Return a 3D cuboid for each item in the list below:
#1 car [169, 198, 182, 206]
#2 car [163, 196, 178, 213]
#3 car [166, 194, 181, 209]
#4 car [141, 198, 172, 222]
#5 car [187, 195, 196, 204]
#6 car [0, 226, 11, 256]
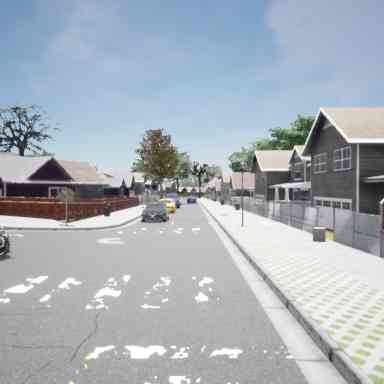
[{"bbox_3d":[-2.837,1.682,58.052,1.895,1.301,4.718,0,0,0],"label":"car"},{"bbox_3d":[-2.871,1.507,37.057,1.882,1.535,5.008,0,0,0],"label":"car"},{"bbox_3d":[-2.867,1.275,47.642,2.150,2.045,5.566,0,0,0],"label":"car"},{"bbox_3d":[-2.862,1.516,26.603,1.837,1.490,4.892,0,0,0],"label":"car"},{"bbox_3d":[-0.050,1.597,68.218,1.882,1.535,5.008,0,0,0],"label":"car"},{"bbox_3d":[-8.158,1.269,11.133,4.553,1.767,2.097,1,1,31],"label":"car"}]
